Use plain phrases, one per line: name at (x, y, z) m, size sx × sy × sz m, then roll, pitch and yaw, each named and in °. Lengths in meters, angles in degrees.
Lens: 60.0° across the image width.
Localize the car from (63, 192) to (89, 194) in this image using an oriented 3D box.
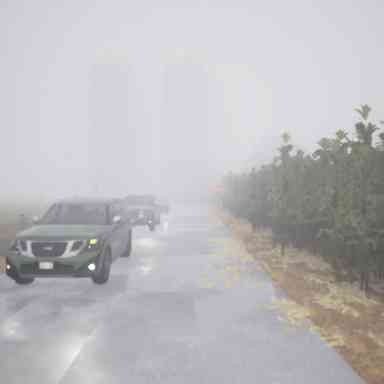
car at (-16.166, 1.105, 48.440) m, size 5.357 × 1.411 × 2.033 m, roll 0°, pitch 1°, yaw 0°

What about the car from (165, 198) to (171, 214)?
car at (-3.078, 1.277, 32.460) m, size 1.882 × 1.535 × 5.008 m, roll 0°, pitch 1°, yaw 1°

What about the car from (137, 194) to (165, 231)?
car at (-3.163, 1.144, 20.480) m, size 2.150 × 2.045 × 5.566 m, roll 0°, pitch 0°, yaw 0°

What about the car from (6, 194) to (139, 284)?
car at (-3.154, 1.207, 9.872) m, size 2.150 × 2.045 × 5.566 m, roll 0°, pitch 0°, yaw -1°

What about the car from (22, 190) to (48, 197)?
car at (-36.834, 0.614, 77.287) m, size 4.611 × 1.667 × 2.242 m, roll 0°, pitch 1°, yaw 0°
